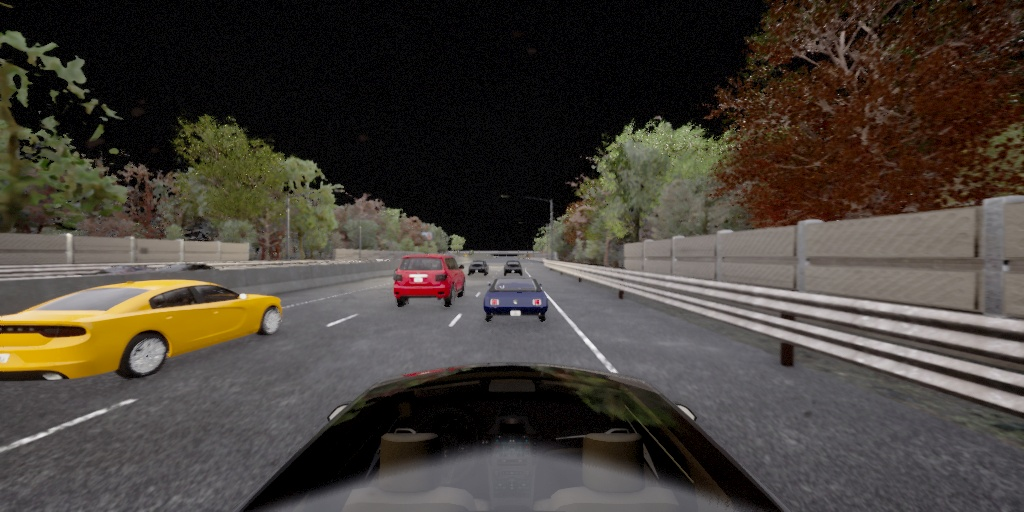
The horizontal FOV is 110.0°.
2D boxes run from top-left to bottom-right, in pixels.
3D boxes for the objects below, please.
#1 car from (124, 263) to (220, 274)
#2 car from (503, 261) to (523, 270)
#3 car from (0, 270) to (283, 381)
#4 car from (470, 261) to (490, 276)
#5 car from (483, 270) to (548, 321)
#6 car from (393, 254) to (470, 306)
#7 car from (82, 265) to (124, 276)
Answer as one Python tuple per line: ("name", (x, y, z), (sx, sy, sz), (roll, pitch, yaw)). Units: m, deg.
("car", (-20.995, 1.236, 22.848), (1.837, 1.490, 4.892), (0, 0, 0))
("car", (0.114, 1.217, 36.445), (1.837, 1.490, 4.892), (0, 0, 0))
("car", (-6.895, 1.220, 7.303), (1.882, 1.535, 5.008), (0, 0, 0))
("car", (-3.387, 1.216, 37.029), (1.837, 1.490, 4.892), (0, 0, 0))
("car", (0.108, 1.337, 12.401), (1.895, 1.301, 4.718), (0, 0, 0))
("car", (-3.390, 0.953, 15.664), (2.150, 2.045, 5.566), (0, 0, 0))
("car", (-24.494, 1.288, 22.747), (1.994, 1.385, 4.181), (0, 0, 0))
